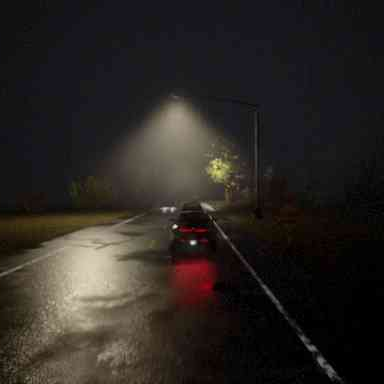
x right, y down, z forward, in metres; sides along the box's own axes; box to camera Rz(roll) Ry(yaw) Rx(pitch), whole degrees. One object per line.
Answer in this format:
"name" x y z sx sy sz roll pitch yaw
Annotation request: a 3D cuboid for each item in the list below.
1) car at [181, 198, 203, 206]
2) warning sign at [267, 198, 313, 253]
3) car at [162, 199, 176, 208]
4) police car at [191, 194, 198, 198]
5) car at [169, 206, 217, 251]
"car" 0.032 1.622 31.031 1.882 1.535 5.008 0 0 0
"warning sign" 3.519 1.174 12.042 1.300 1.860 1.060 -1 -1 0
"car" -3.655 1.803 52.984 1.994 1.385 4.181 0 0 0
"police car" 0.915 1.805 88.139 1.930 1.638 5.238 0 0 0
"car" 0.050 1.576 14.531 1.837 1.490 4.892 0 0 0
